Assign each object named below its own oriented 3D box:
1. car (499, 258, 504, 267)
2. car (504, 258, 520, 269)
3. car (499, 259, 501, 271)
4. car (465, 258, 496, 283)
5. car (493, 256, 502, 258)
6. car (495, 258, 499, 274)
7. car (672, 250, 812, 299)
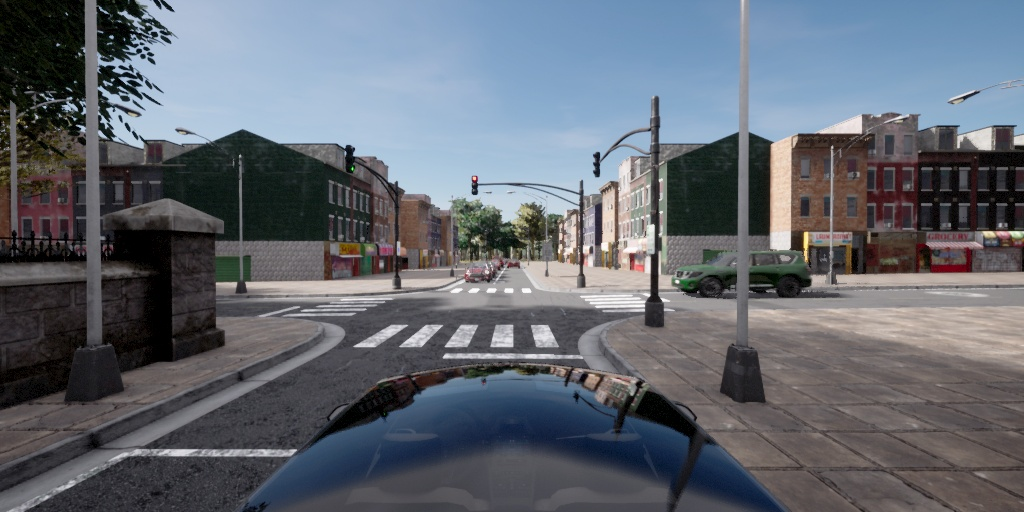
[{"bbox_3d":[-2.458,1.329,49.855,1.888,1.381,4.507,0,0,0],"label":"car"},{"bbox_3d":[0.273,1.152,59.349,2.097,1.767,4.553,0,0,1],"label":"car"},{"bbox_3d":[-2.500,1.335,38.986,1.948,1.339,4.313,0,0,0],"label":"car"},{"bbox_3d":[-2.541,1.199,28.117,1.967,1.591,4.097,0,0,0],"label":"car"},{"bbox_3d":[-2.802,1.259,60.927,1.801,1.575,5.366,0,0,0],"label":"car"},{"bbox_3d":[-2.520,1.204,33.551,1.967,1.591,4.097,0,0,0],"label":"car"},{"bbox_3d":[10.357,0.789,16.372,5.566,2.045,2.150,-1,1,2],"label":"car"}]
